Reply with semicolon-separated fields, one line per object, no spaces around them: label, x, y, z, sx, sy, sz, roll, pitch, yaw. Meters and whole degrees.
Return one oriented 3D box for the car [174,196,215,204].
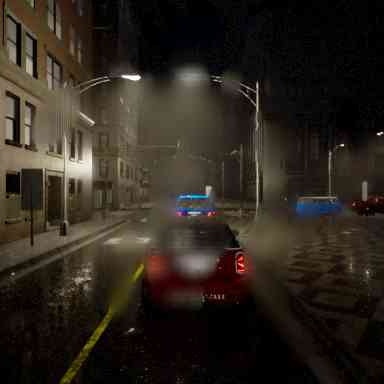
car;0.118;1.207;17.932;2.150;2.045;5.566;0;0;0

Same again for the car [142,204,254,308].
car;0.109;1.346;8.075;2.097;1.767;4.553;0;0;0

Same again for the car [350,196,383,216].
car;17.398;1.322;30.900;5.009;1.841;2.192;0;0;-1

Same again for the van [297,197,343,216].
van;11.757;1.349;30.819;3.998;1.788;1.690;0;0;-1
